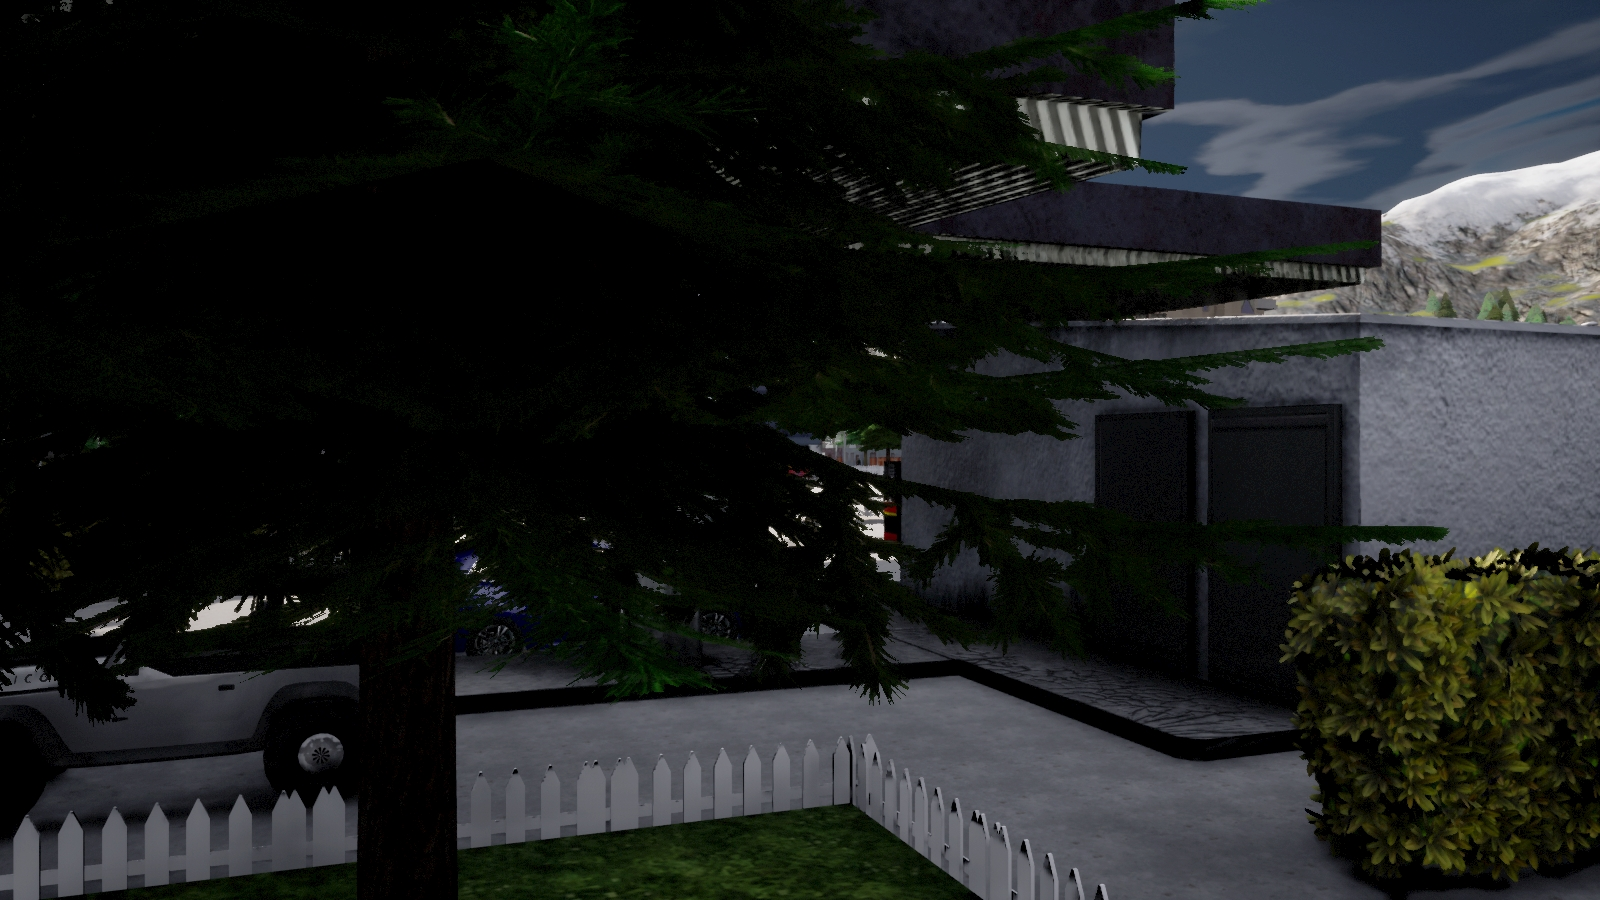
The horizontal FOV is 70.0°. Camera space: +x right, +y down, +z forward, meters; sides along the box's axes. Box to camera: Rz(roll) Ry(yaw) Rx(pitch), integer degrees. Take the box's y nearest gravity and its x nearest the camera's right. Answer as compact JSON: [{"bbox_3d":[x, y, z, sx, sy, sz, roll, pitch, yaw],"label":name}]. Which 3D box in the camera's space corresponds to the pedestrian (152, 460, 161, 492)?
[{"bbox_3d":[-37.272,1.502,66.196,0.375,1.860,0.375,0,0,-21],"label":"pedestrian"}]
